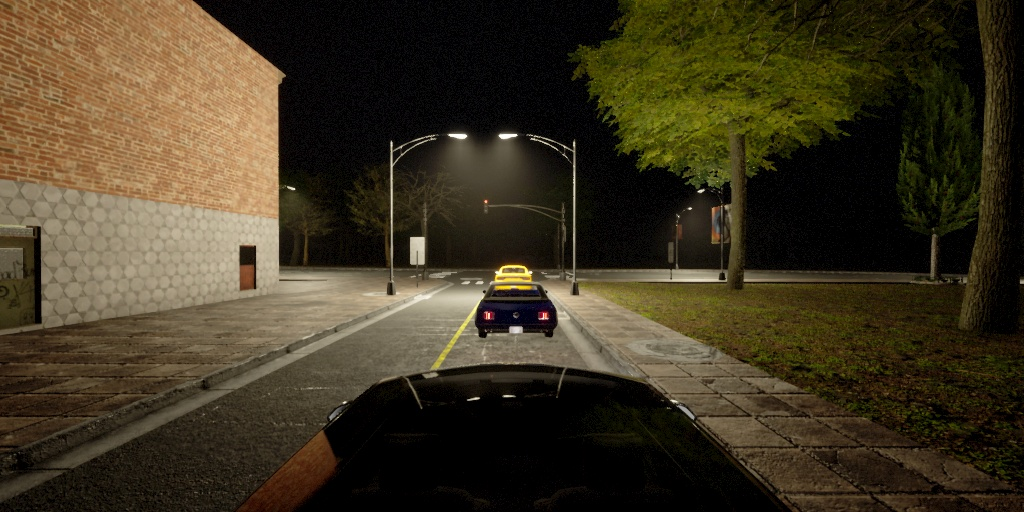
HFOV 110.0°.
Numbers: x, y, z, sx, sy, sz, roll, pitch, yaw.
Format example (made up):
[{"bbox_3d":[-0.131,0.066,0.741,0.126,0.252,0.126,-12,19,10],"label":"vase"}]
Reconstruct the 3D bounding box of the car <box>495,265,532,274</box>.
[{"bbox_3d":[0.091,1.255,19.519,1.882,1.535,5.008,0,0,1],"label":"car"}]

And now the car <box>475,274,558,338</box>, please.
[{"bbox_3d":[0.094,1.356,10.174,1.895,1.301,4.718,0,0,0],"label":"car"}]
